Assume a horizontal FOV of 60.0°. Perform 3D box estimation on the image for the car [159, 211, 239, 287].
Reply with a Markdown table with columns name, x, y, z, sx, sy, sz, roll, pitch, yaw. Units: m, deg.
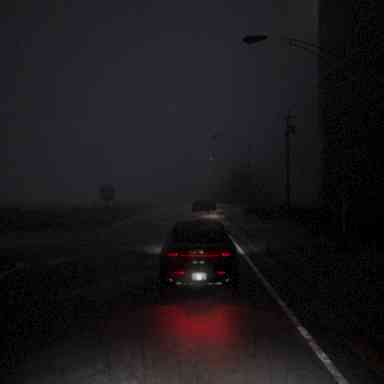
| name | x | y | z | sx | sy | sz | roll | pitch | yaw |
| --- | --- | --- | --- | --- | --- | --- | --- | --- | --- |
| car | 0.180 | 1.509 | 9.350 | 1.837 | 1.490 | 4.892 | 0 | 0 | 1 |

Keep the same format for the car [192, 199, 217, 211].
| name | x | y | z | sx | sy | sz | roll | pitch | yaw |
| --- | --- | --- | --- | --- | --- | --- | --- | --- | --- |
| car | 1.425 | 1.492 | 37.089 | 1.882 | 1.535 | 5.008 | 0 | 0 | 16 |
